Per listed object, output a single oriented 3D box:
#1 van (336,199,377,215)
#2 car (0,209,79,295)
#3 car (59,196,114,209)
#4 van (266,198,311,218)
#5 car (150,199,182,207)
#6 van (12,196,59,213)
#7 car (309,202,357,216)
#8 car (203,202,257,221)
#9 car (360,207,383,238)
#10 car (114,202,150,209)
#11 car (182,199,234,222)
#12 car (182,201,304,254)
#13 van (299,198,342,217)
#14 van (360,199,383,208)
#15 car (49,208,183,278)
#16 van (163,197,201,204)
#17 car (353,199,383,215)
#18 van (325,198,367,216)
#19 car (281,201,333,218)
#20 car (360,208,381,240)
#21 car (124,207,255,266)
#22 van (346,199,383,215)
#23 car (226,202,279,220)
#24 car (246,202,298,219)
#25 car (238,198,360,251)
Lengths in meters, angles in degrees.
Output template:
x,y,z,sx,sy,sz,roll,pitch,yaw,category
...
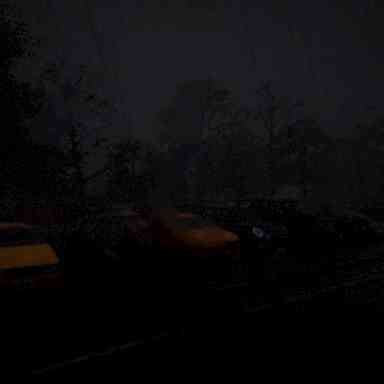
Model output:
x,y,z,sx,sy,sz,roll,pitch,yaw,category
21.512,1.913,43.709,1.878,1.987,4.442,2,-1,-35,van
-4.783,1.458,8.624,1.946,1.575,5.366,1,0,-35,car
-7.778,1.259,22.801,2.435,2.045,5.566,1,0,-35,car
10.235,1.631,35.701,1.878,1.987,4.442,1,-1,-35,van
-3.248,1.592,25.976,2.231,1.521,4.892,1,-1,-35,car
-10.188,1.256,21.199,1.878,1.987,4.442,1,0,-35,van
17.071,1.989,40.419,2.097,1.535,5.008,1,-1,-35,car
3.425,1.722,30.716,2.097,1.535,5.008,1,-1,-35,car
8.675,1.717,18.411,2.002,1.452,4.674,1,-1,-35,car
-5.400,1.546,24.228,1.946,1.575,5.366,1,-1,-35,car
1.285,1.554,29.164,2.185,1.767,4.553,1,-1,-35,car
1.874,1.422,13.617,2.185,1.767,4.553,1,-1,-35,car
14.886,1.719,38.717,1.878,1.987,4.442,1,-1,-35,van
10.875,1.496,20.114,1.878,1.987,4.442,1,-1,-35,van
-2.636,1.483,10.383,2.231,1.521,4.892,1,0,-35,car
-1.057,1.410,27.682,1.878,1.987,4.442,1,-1,-35,van
26.010,2.061,46.725,2.435,2.045,5.566,2,-1,-35,car
19.281,1.820,41.839,1.878,1.987,4.442,2,-1,-35,van
12.666,1.898,37.058,1.946,1.575,5.366,1,-1,-35,car
6.397,1.663,16.826,2.163,1.488,4.792,1,-1,-35,car
-0.377,1.510,11.988,2.097,1.535,5.008,1,-1,-35,car
23.667,1.998,45.240,1.878,1.987,4.442,2,-1,-35,van
5.786,1.768,32.392,2.097,1.535,5.008,1,-1,-35,car
8.045,1.813,33.995,2.231,1.521,4.892,1,-1,-35,car
4.170,1.338,15.174,2.435,2.045,5.566,1,-1,-35,car
